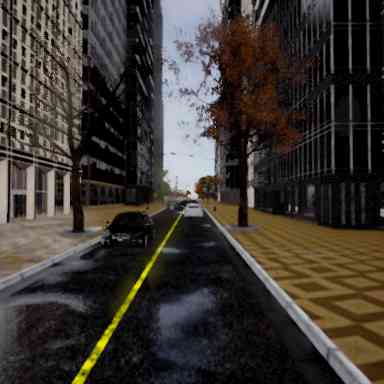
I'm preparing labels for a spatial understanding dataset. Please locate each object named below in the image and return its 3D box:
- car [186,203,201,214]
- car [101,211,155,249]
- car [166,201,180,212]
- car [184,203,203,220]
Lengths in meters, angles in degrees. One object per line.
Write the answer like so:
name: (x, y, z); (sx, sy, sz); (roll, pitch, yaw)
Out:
car: (0.162, 2.093, 43.067); (1.895, 1.301, 4.718); (0, -1, 0)
car: (-2.826, 1.685, 15.568); (1.837, 1.490, 4.892); (0, -1, 0)
car: (-2.766, 2.046, 48.652); (2.128, 1.511, 4.902); (0, -1, 0)
car: (0.142, 1.895, 32.308); (1.812, 1.442, 4.674); (0, -1, 0)
